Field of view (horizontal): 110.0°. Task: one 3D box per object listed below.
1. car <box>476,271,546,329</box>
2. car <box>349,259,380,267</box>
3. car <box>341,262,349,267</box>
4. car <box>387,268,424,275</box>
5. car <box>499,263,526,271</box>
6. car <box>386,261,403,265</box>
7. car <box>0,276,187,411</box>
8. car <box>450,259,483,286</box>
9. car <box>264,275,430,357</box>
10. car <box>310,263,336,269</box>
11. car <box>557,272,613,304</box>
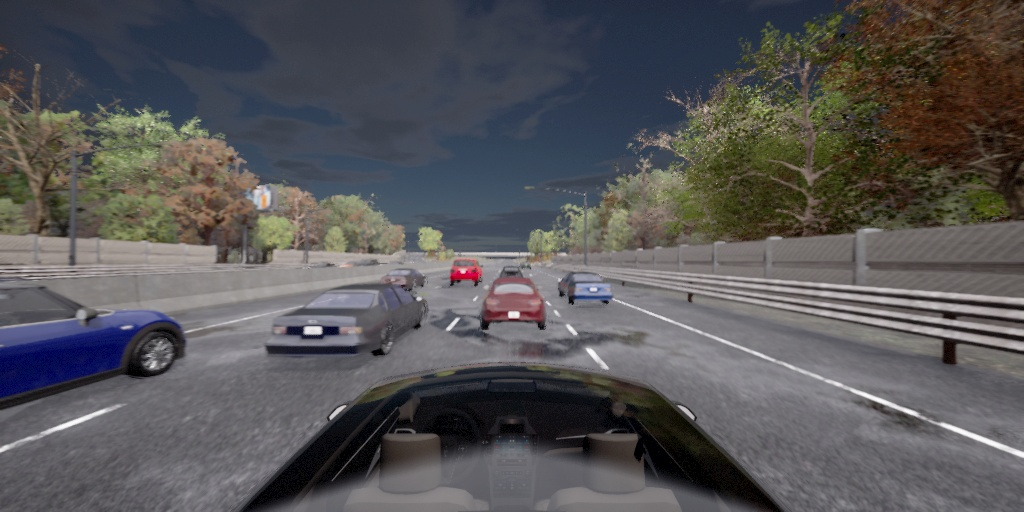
[{"bbox_3d":[0.037,1.383,11.589,1.812,1.442,4.674,0,-1,0],"label":"car"},{"bbox_3d":[-21.342,1.459,52.807,2.150,2.045,5.566,0,0,0],"label":"car"},{"bbox_3d":[-24.845,1.616,55.718,2.097,1.767,4.553,0,-1,0],"label":"car"},{"bbox_3d":[-7.030,1.513,23.667,2.033,1.411,5.357,0,-1,0],"label":"car"},{"bbox_3d":[-0.060,1.558,29.345,1.837,1.490,4.892,0,-1,0],"label":"car"},{"bbox_3d":[-17.854,1.626,54.396,2.097,1.767,4.553,0,-1,0],"label":"car"},{"bbox_3d":[-6.924,1.108,4.583,2.097,1.767,4.553,0,-1,0],"label":"car"},{"bbox_3d":[-3.559,1.254,28.607,2.150,2.045,5.566,0,-1,0],"label":"car"},{"bbox_3d":[-3.449,1.361,8.706,2.033,1.411,5.357,0,-1,0],"label":"car"},{"bbox_3d":[-28.338,1.735,53.904,1.837,1.490,4.892,0,-1,0],"label":"car"},{"bbox_3d":[3.395,1.482,17.531,2.033,1.411,5.357,0,-1,0],"label":"car"}]
